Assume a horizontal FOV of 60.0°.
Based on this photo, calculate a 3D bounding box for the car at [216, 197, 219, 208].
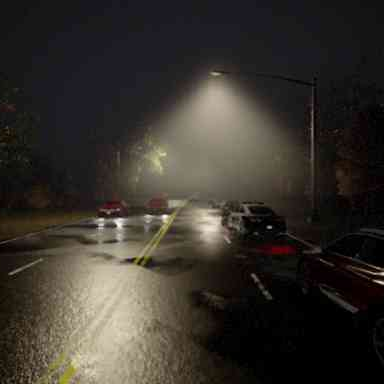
[{"bbox_3d":[3.238,1.358,27.339,1.812,1.442,4.674,0,0,0],"label":"car"}]

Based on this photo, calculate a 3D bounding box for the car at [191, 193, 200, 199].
[{"bbox_3d":[0.910,0.928,82.043,2.033,1.411,5.357,0,0,2],"label":"car"}]

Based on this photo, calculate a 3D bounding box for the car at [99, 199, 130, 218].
[{"bbox_3d":[-6.605,1.375,28.699,1.812,1.442,4.674,0,0,0],"label":"car"}]

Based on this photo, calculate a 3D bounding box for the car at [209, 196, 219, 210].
[{"bbox_3d":[3.281,1.373,38.338,1.895,1.301,4.718,0,0,0],"label":"car"}]

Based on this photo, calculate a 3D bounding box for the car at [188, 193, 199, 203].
[{"bbox_3d":[0.276,1.244,58.176,1.895,1.301,4.718,-1,1,1],"label":"car"}]

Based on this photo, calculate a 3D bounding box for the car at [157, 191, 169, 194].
[{"bbox_3d":[-5.949,0.742,69.672,2.150,2.045,5.566,0,0,1],"label":"car"}]

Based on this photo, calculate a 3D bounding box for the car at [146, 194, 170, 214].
[{"bbox_3d":[-3.338,1.305,32.722,1.882,1.535,5.008,0,0,0],"label":"car"}]

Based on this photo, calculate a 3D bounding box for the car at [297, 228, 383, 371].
[{"bbox_3d":[3.262,1.366,5.345,2.033,1.649,4.856,1,0,0],"label":"car"}]

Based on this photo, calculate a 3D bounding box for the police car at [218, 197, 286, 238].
[{"bbox_3d":[3.018,1.298,17.022,1.930,1.638,5.238,1,0,-8],"label":"police car"}]
